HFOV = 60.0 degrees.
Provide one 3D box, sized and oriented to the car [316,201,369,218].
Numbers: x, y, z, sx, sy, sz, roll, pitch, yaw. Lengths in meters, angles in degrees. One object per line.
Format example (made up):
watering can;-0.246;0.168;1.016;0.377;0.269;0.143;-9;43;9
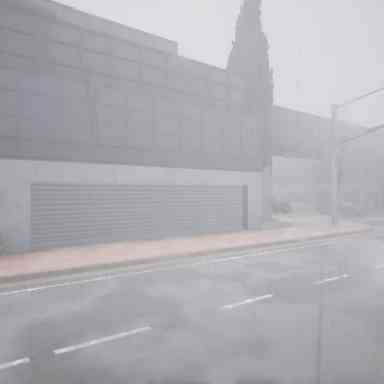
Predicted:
car;13.753;1.526;30.745;1.812;1.442;4.674;0;0;-37

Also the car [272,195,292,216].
car;7.326;1.219;33.519;2.150;2.045;5.566;0;0;-37
